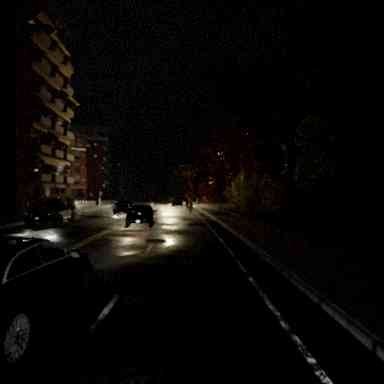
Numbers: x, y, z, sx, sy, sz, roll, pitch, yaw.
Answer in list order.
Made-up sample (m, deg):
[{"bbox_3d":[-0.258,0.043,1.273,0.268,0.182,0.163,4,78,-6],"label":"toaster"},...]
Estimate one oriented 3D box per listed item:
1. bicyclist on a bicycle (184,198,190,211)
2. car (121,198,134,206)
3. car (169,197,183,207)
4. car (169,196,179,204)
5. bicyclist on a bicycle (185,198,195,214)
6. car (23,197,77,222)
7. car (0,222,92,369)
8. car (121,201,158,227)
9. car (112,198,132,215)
[{"bbox_3d":[-0.706,1.696,46.667,0.659,1.776,1.843,0,0,-4],"label":"bicyclist on a bicycle"},{"bbox_3d":[-13.211,2.022,68.580,2.033,1.411,5.357,0,0,-6],"label":"car"},{"bbox_3d":[-2.695,1.900,60.987,1.882,1.535,5.008,0,0,-5],"label":"car"},{"bbox_3d":[-4.181,1.874,75.893,2.097,1.767,4.553,0,0,-7],"label":"car"},{"bbox_3d":[-0.121,1.697,37.274,0.866,1.612,1.509,0,0,-3],"label":"bicyclist on a bicycle"},{"bbox_3d":[-10.312,1.404,24.662,2.150,2.045,5.566,0,0,-2],"label":"car"},{"bbox_3d":[-3.198,1.536,5.765,2.128,1.511,4.902,0,0,0],"label":"car"},{"bbox_3d":[-3.599,1.678,24.045,1.837,1.490,4.892,0,0,-2],"label":"car"},{"bbox_3d":[-7.667,1.624,37.841,2.097,1.767,4.553,0,0,-3],"label":"car"}]
